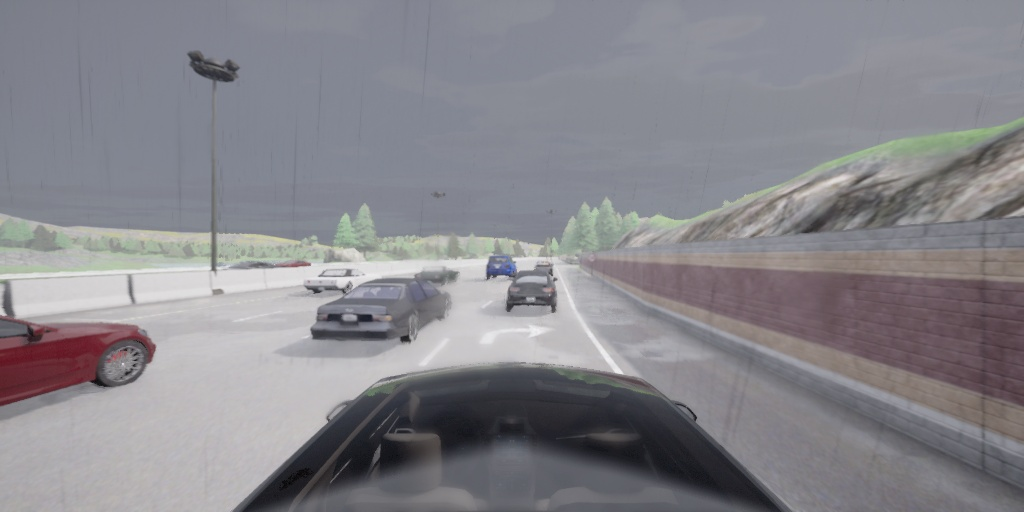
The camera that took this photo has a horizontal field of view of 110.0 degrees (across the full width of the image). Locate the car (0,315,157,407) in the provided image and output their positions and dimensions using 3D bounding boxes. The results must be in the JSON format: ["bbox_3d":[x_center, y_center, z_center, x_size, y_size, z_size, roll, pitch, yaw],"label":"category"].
[{"bbox_3d":[-6.797,1.255,3.913,1.812,1.442,4.674,0,0,1],"label":"car"}]

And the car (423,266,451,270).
[{"bbox_3d":[-5.081,1.353,25.006,1.895,1.301,4.718,0,0,6],"label":"car"}]

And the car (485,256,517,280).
[{"bbox_3d":[-0.883,0.992,31.194,2.150,2.045,5.566,0,0,6],"label":"car"}]

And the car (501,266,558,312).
[{"bbox_3d":[0.837,1.288,14.282,1.812,1.442,4.674,0,0,5],"label":"car"}]

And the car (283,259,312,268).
[{"bbox_3d":[-27.592,1.200,45.387,1.882,1.535,5.008,0,0,6],"label":"car"}]

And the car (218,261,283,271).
[{"bbox_3d":[-22.289,1.205,30.347,1.837,1.490,4.892,0,0,6],"label":"car"}]

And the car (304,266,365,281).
[{"bbox_3d":[-9.153,1.336,19.874,1.895,1.301,4.718,0,0,6],"label":"car"}]

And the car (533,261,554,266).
[{"bbox_3d":[3.177,1.279,36.099,2.128,1.511,4.902,0,0,6],"label":"car"}]

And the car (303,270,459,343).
[{"bbox_3d":[-3.071,1.294,9.689,2.033,1.411,5.357,0,0,4],"label":"car"}]
